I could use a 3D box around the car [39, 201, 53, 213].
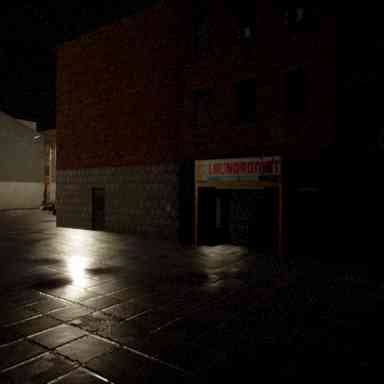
[{"bbox_3d":[-14.846,1.522,37.850,2.128,1.511,4.902,0,0,36],"label":"car"}]
